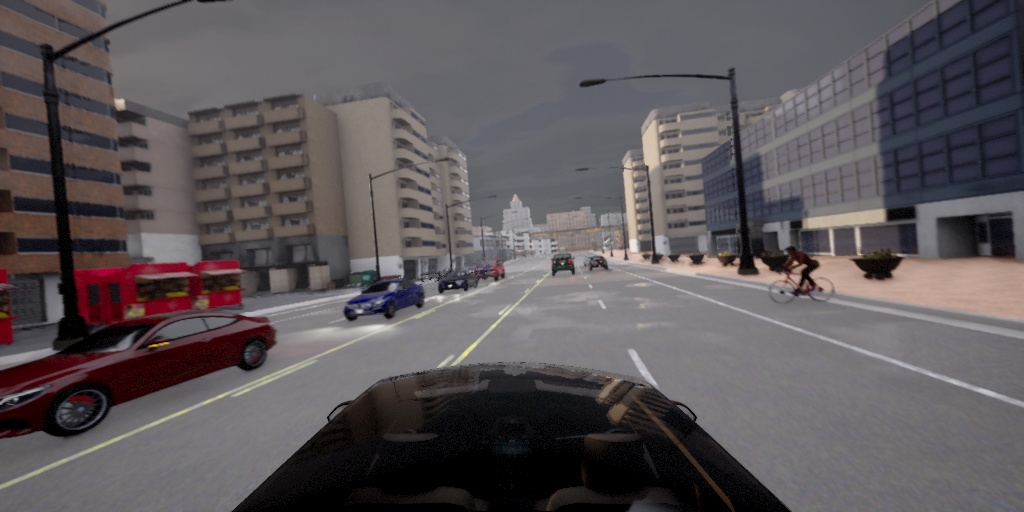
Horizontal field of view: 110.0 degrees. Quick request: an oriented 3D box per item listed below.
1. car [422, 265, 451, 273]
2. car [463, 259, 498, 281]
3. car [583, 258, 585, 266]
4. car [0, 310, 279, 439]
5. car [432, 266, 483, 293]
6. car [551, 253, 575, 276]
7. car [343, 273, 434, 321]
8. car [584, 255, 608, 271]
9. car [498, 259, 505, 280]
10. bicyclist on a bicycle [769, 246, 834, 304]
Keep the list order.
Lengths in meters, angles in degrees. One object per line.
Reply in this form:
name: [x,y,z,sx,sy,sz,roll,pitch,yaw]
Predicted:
car: [-6.361,1.579,30.579,2.128,1.511,4.902,-5,0,9]
car: [-2.927,1.121,30.054,2.097,1.767,4.553,-5,0,9]
car: [11.348,0.661,51.990,1.812,1.442,4.674,-5,0,9]
car: [-6.733,1.849,6.738,1.812,1.442,4.674,-5,0,9]
car: [-3.733,1.748,25.328,1.994,1.385,4.181,-5,0,9]
car: [5.026,0.755,35.146,2.150,2.045,5.566,-5,0,10]
car: [-5.313,1.769,15.629,1.812,1.442,4.674,-5,0,10]
car: [9.201,0.720,38.654,1.837,1.490,4.892,-5,0,9]
car: [-2.112,1.346,35.334,2.150,2.045,5.566,-5,-1,10]
bicyclist on a bicycle: [8.046,0.520,10.027,1.656,1.620,0.582,-5,0,9]
